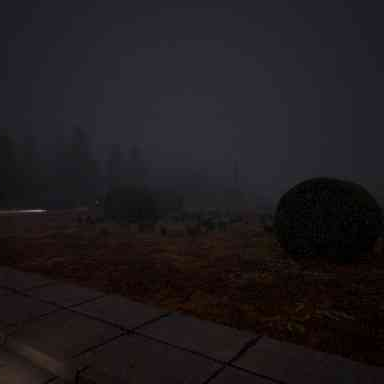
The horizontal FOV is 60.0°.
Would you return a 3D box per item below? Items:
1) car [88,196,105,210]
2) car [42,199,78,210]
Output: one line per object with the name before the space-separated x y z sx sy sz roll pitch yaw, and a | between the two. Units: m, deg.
car | -11.254 1.344 43.495 2.097 1.767 4.553 0 0 37
car | -16.737 1.555 42.309 1.994 1.385 4.181 0 0 37
